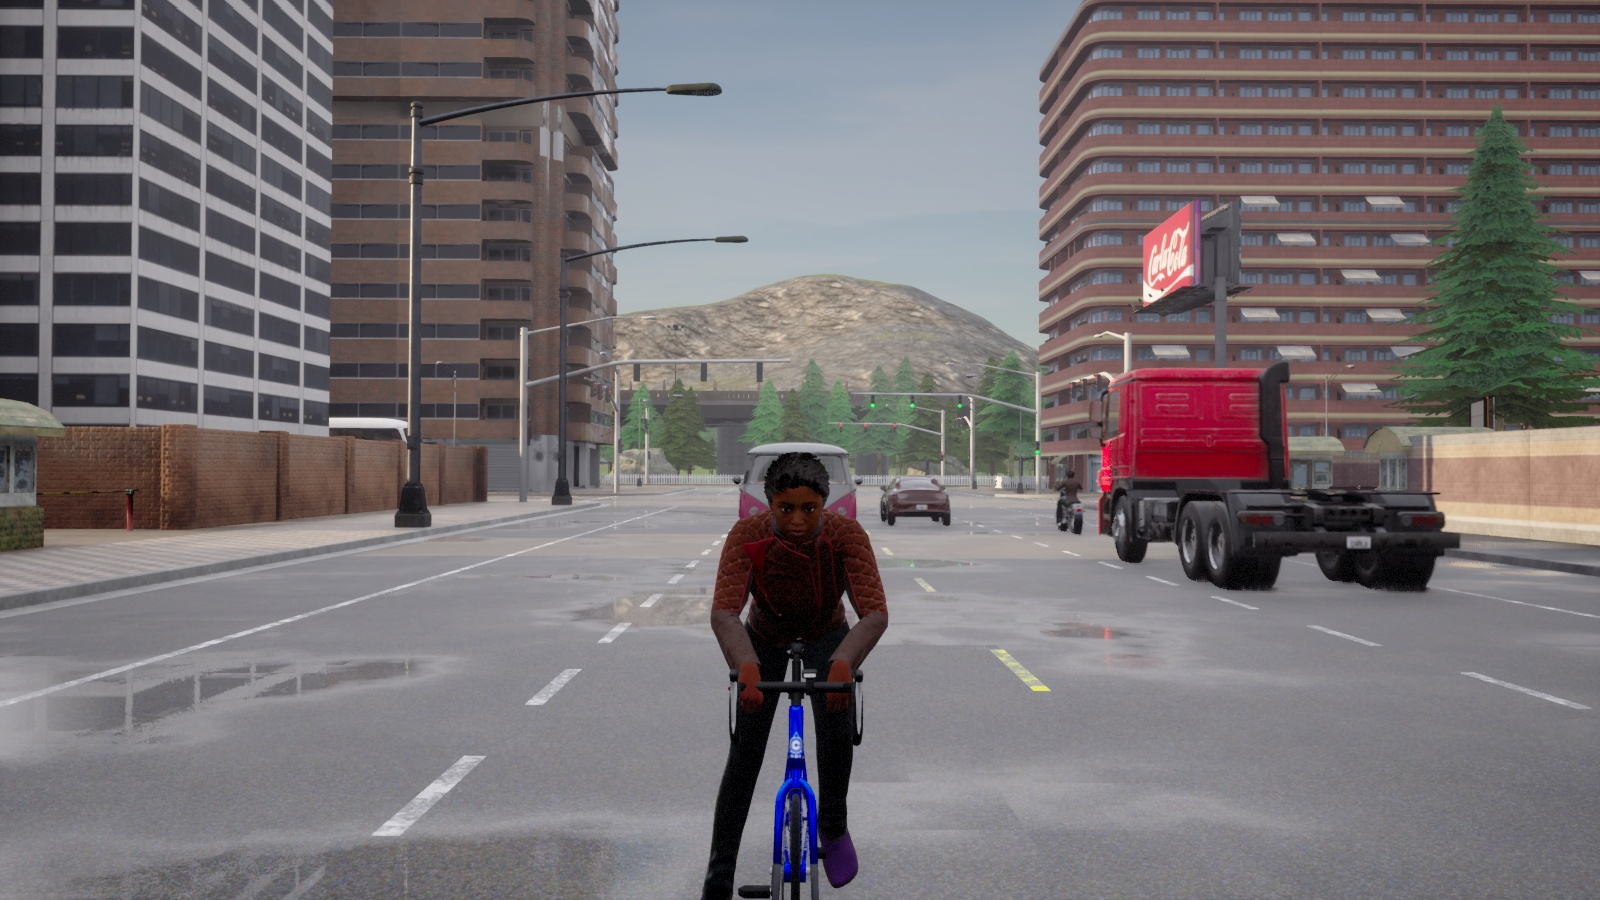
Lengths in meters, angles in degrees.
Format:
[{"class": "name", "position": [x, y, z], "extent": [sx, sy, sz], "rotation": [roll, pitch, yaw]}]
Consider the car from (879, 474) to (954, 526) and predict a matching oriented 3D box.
[{"class": "car", "position": [3.449, 1.461, 37.862], "extent": [1.812, 1.442, 4.674], "rotation": [0, -1, 0]}]

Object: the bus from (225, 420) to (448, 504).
[{"class": "bus", "position": [-24.146, 0.639, 65.914], "extent": [10.273, 4.253, 3.944], "rotation": [0, -1, 0]}]

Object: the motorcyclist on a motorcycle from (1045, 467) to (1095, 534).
[{"class": "motorcyclist on a motorcycle", "position": [6.956, 1.281, 32.485], "extent": [0.766, 1.649, 2.350], "rotation": [0, -1, 0]}]

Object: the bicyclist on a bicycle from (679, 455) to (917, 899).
[{"class": "bicyclist on a bicycle", "position": [-0.005, 0.833, 3.919], "extent": [0.582, 1.620, 1.656], "rotation": [0, -1, 0]}]

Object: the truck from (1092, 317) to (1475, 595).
[{"class": "truck", "position": [6.969, 0.134, 19.678], "extent": [2.891, 3.462, 7.936], "rotation": [0, -1, 0]}]

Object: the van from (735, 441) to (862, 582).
[{"class": "van", "position": [-0.028, 0.901, 19.898], "extent": [1.775, 1.987, 4.442], "rotation": [0, -1, 0]}]
